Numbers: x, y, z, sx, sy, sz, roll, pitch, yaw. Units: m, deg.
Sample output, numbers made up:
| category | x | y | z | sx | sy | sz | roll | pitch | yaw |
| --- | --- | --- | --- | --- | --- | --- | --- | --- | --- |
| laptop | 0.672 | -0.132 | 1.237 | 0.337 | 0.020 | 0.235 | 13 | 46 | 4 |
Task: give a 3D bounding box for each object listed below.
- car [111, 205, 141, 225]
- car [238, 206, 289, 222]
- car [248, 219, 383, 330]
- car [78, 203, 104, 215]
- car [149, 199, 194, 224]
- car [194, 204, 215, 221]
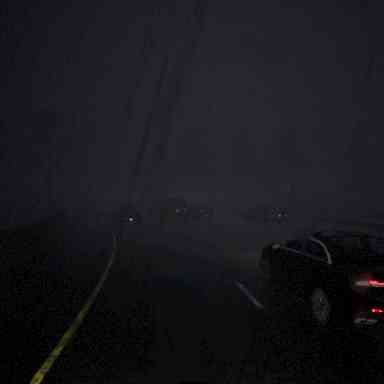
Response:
| category | x | y | z | sx | sy | sz | roll | pitch | yaw |
| --- | --- | --- | --- | --- | --- | --- | --- | --- | --- |
| car | -5.414 | 1.839 | 27.112 | 1.837 | 1.490 | 4.892 | 0 | -1 | -21 |
| car | 5.738 | 1.867 | 27.256 | 2.033 | 1.411 | 5.357 | 0 | -1 | -18 |
| car | 2.950 | 1.574 | 7.135 | 2.128 | 1.511 | 4.902 | 0 | -1 | -6 |
| car | -12.634 | 2.066 | 41.507 | 2.033 | 1.411 | 5.357 | 0 | -1 | -33 |
| car | -2.051 | 1.565 | 28.199 | 2.150 | 2.045 | 5.566 | 0 | -1 | -20 |
| car | 0.446 | 1.867 | 31.252 | 2.128 | 1.511 | 4.902 | 0 | -1 | -21 |
